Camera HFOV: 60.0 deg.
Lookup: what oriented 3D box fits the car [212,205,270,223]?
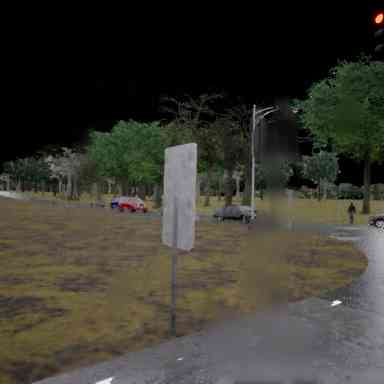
[{"bbox_3d":[3.963,1.793,27.840,2.033,1.411,5.357,3,-2,-36],"label":"car"}]

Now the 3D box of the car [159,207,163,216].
[{"bbox_3d":[-1.848,1.928,35.896,1.994,1.385,4.181,3,-2,-37],"label":"car"}]

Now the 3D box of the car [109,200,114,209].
[{"bbox_3d":[-12.121,1.900,56.539,2.150,2.045,5.566,3,-2,-36],"label":"car"}]

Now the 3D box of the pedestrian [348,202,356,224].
[{"bbox_3d":[13.354,1.718,27.813,0.375,1.860,0.375,2,-1,-36],"label":"pedestrian"}]

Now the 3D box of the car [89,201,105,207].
[{"bbox_3d":[-18.888,2.345,65.922,1.895,1.301,4.718,3,-2,-35],"label":"car"}]

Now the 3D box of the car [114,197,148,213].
[{"bbox_3d":[-7.937,1.680,44.424,2.150,2.045,5.566,3,-2,-35],"label":"car"}]

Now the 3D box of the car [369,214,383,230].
[{"bbox_3d":[13.670,1.712,20.690,1.837,1.490,4.892,3,-2,-36],"label":"car"}]
